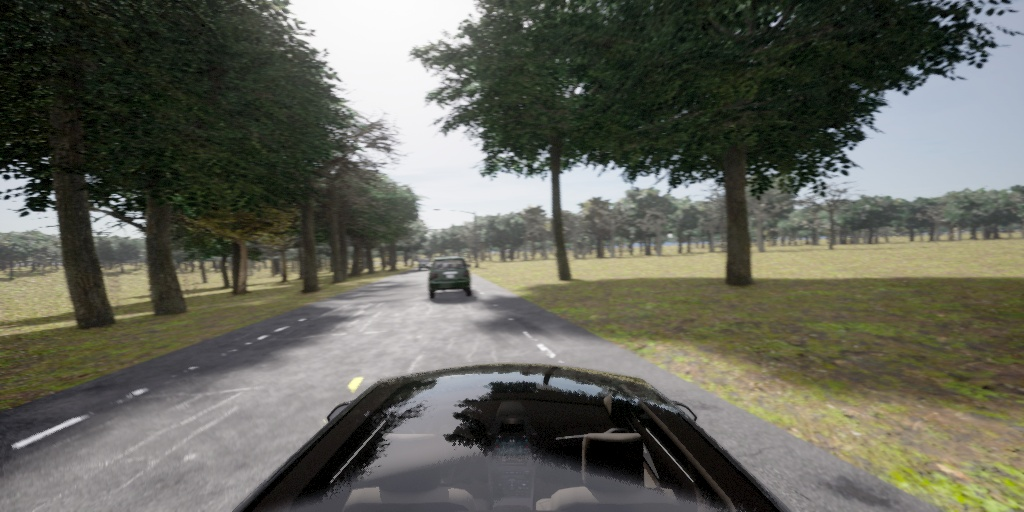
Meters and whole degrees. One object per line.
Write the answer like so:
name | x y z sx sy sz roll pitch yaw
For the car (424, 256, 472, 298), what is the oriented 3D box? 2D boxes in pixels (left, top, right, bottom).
car | -3.440 1.066 19.772 2.150 2.045 5.566 -2 0 -11
